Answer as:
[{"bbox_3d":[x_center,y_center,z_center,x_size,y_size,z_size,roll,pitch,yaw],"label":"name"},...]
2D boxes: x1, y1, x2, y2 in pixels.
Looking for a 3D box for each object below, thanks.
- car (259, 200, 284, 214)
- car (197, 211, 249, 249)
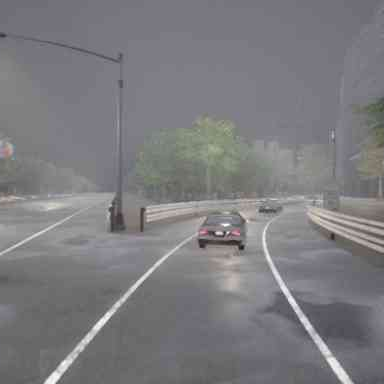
[{"bbox_3d":[8.721,1.605,36.412,1.994,1.385,4.181,0,0,26],"label":"car"},{"bbox_3d":[1.473,1.559,14.647,2.033,1.411,5.357,0,0,11],"label":"car"}]
